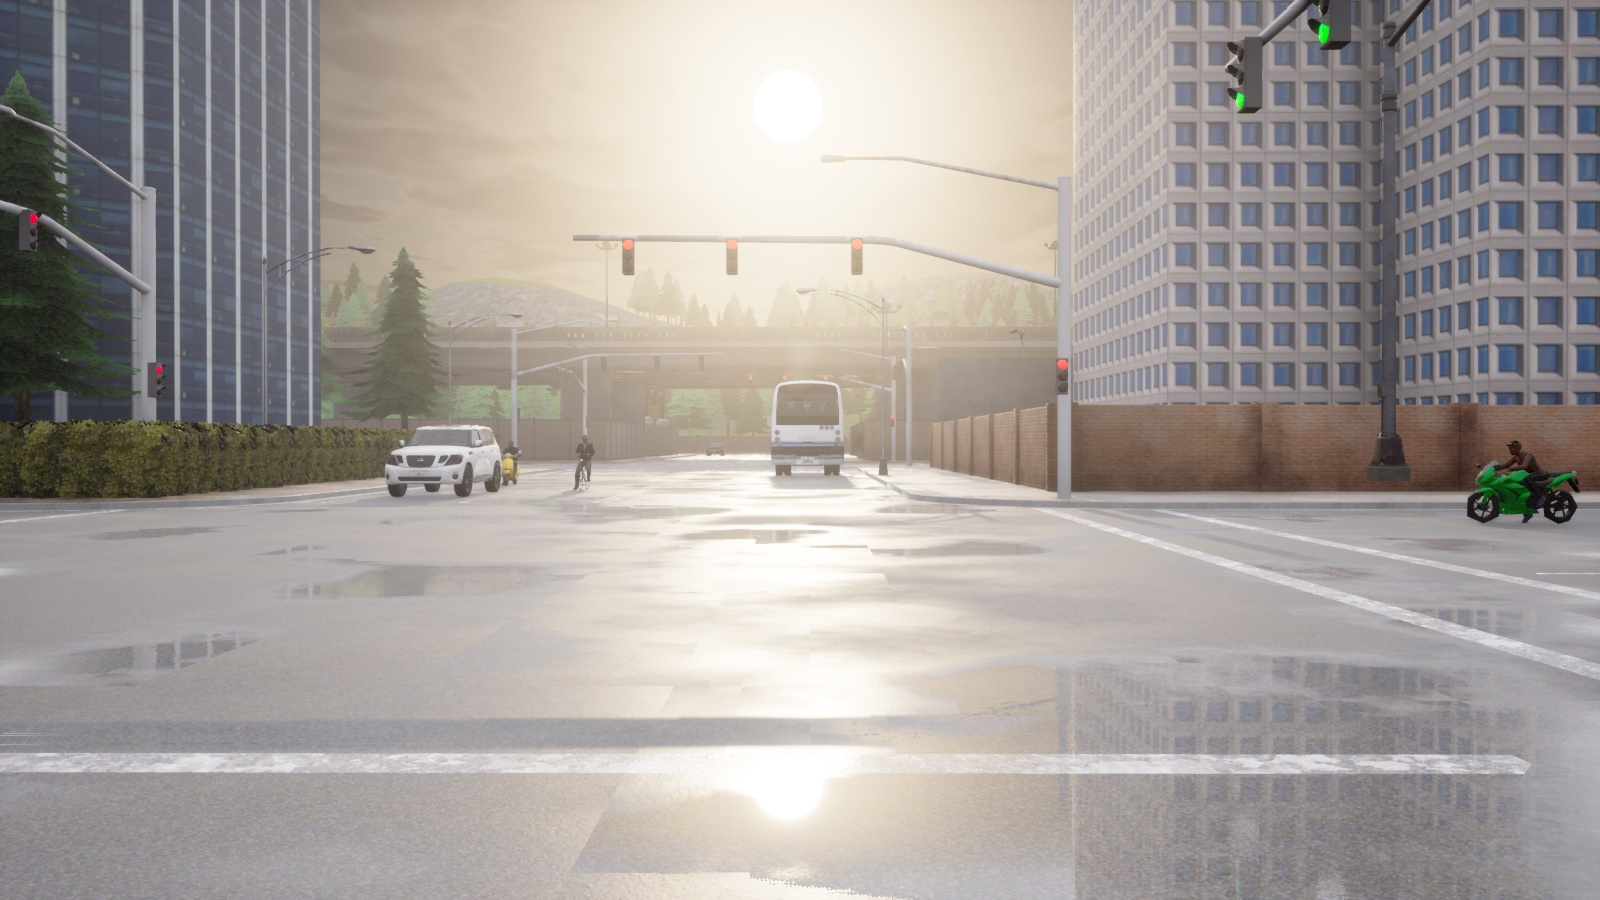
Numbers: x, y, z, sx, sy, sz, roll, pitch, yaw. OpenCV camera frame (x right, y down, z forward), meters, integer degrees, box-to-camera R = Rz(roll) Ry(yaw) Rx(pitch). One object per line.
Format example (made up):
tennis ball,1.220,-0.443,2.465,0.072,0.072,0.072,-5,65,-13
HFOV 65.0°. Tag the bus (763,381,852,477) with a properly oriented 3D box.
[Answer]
bus,0.368,-0.972,60.677,3.944,4.253,10.273,0,0,0

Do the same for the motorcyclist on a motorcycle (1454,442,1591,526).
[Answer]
motorcyclist on a motorcycle,13.195,0.610,22.974,2.044,1.523,0.797,0,0,1

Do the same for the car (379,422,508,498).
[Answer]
car,-10.274,0.250,36.693,2.150,2.045,5.566,0,0,0

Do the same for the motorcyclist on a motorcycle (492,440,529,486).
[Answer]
motorcyclist on a motorcycle,-10.227,0.441,44.414,0.866,1.590,1.817,0,0,0
